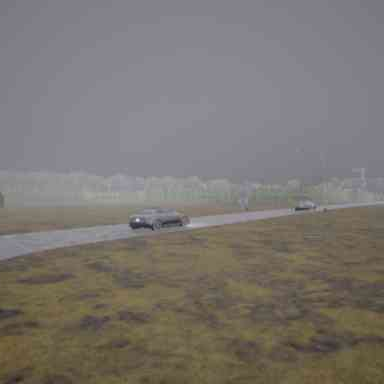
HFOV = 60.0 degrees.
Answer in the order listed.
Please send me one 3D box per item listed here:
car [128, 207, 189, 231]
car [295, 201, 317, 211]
[{"bbox_3d":[-2.009,1.630,21.066,1.994,1.385,4.181,-1,-1,36],"label":"car"},{"bbox_3d":[15.723,1.895,45.787,1.994,1.385,4.181,-1,-1,36],"label":"car"}]
